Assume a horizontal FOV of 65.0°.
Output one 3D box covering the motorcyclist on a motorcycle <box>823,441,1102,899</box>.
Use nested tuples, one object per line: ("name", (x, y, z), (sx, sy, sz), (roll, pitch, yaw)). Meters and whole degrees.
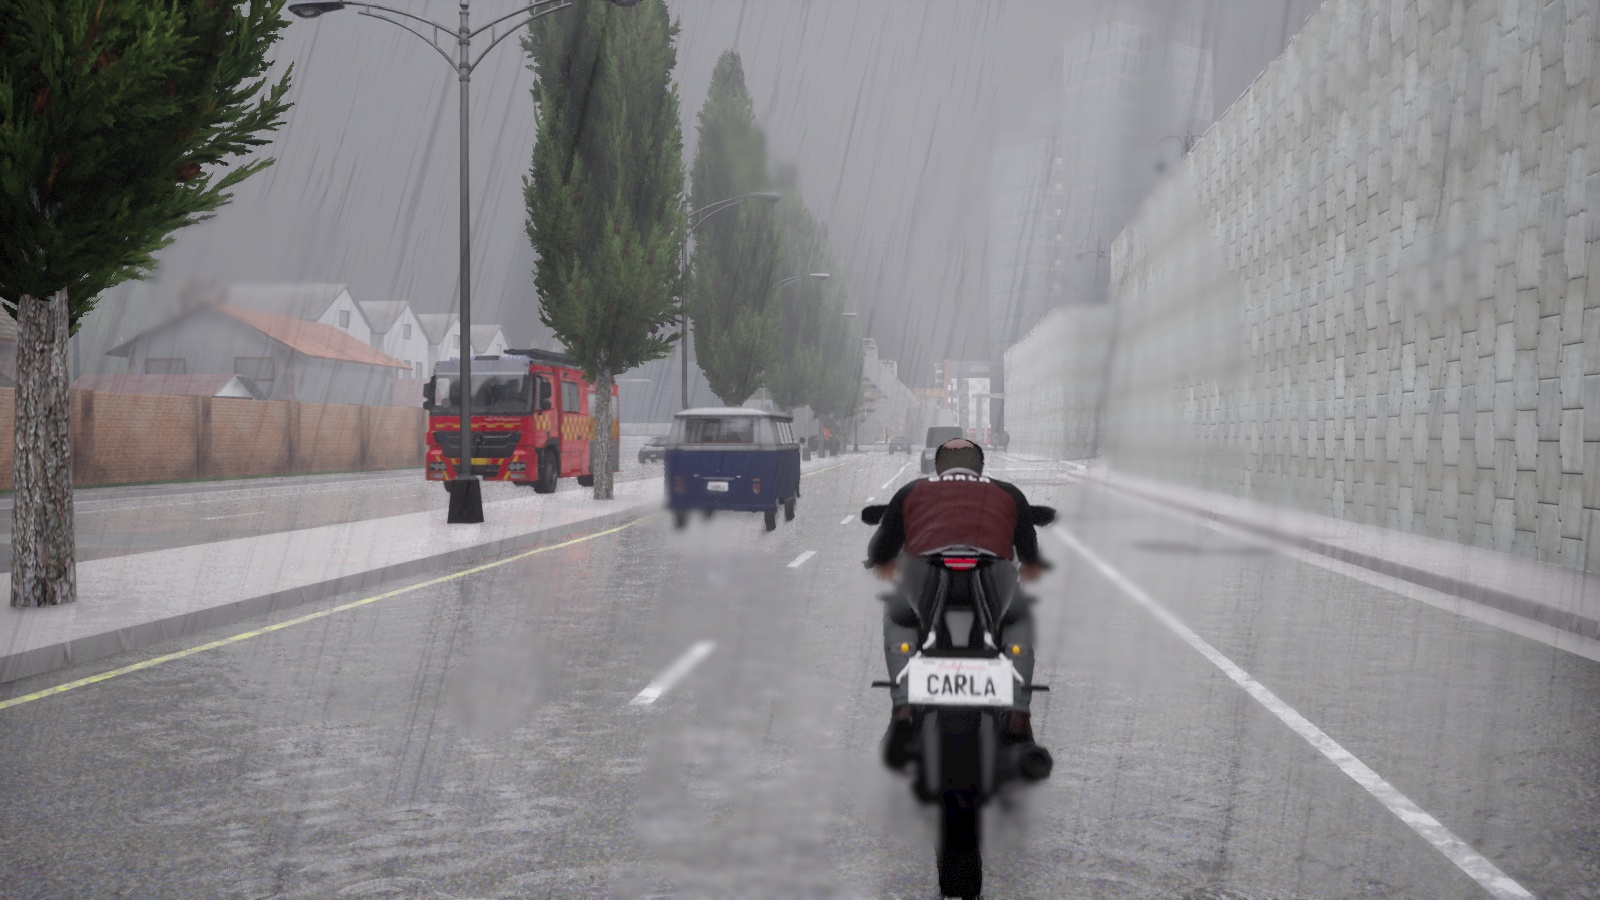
("motorcyclist on a motorcycle", (0.638, 0.733, 5.039), (0.866, 1.530, 2.191), (0, 1, 7))

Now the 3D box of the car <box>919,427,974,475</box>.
("car", (6.019, 0.006, 51.136), (1.905, 1.878, 3.866), (0, 1, 12))

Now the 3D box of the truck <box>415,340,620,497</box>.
("truck", (-7.547, -0.804, 34.984), (2.891, 3.827, 8.468), (0, 1, 7))

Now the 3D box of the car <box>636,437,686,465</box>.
("car", (-7.437, 0.024, 67.562), (1.816, 1.474, 4.193), (0, 1, 6))

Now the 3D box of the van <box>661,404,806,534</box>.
("van", (-1.019, 0.270, 21.468), (1.775, 1.987, 4.442), (0, 1, 6))
